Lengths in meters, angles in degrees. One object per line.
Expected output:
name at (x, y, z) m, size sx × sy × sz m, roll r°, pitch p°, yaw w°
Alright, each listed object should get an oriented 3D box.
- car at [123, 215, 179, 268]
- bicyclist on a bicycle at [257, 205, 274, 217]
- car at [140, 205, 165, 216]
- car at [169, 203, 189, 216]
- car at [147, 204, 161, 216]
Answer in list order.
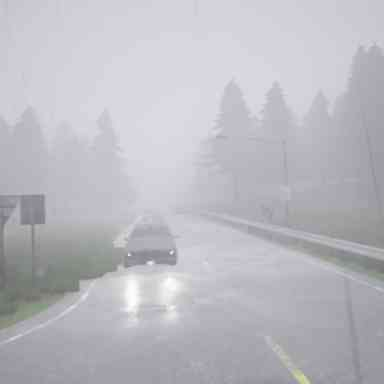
car at (-1.579, 1.915, 13.129) m, size 2.033 × 1.411 × 5.357 m, roll -2°, pitch -1°, yaw -6°
bicyclist on a bicycle at (4.627, 1.558, 20.519) m, size 1.656 × 1.620 × 0.582 m, roll -11°, pitch 0°, yaw -7°
car at (-3.448, 2.208, 29.286) m, size 2.128 × 1.511 × 4.902 m, roll -2°, pitch -1°, yaw -7°
car at (-1.483, 2.386, 43.780) m, size 2.128 × 1.511 × 4.902 m, roll -2°, pitch -1°, yaw -6°
car at (-5.622, 2.626, 48.685) m, size 1.882 × 1.535 × 5.008 m, roll -2°, pitch -1°, yaw -7°
